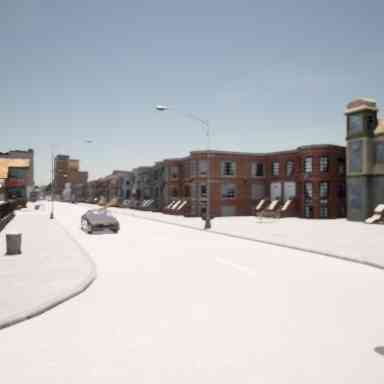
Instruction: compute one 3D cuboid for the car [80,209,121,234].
[{"bbox_3d":[-6.082,1.842,21.640,2.033,1.411,5.357,0,-1,-25],"label":"car"}]
